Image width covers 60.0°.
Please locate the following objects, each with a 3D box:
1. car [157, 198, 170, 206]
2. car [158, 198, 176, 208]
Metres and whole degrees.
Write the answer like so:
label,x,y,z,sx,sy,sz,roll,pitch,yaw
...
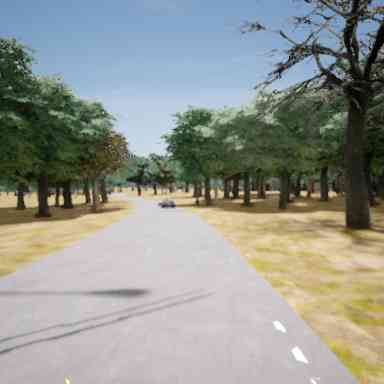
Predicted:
label,x,y,z,sx,sy,sz,roll,pitch,yaw
car,-5.216,1.828,61.186,1.895,1.301,4.718,0,0,-10
car,-3.667,1.759,51.335,1.994,1.385,4.181,0,0,-9
